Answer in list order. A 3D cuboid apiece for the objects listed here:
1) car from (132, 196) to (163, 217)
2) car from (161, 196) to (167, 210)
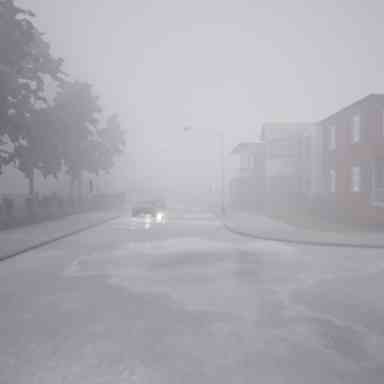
[{"bbox_3d":[-4.079,1.391,29.760,2.033,1.411,5.357,0,0,0],"label":"car"},{"bbox_3d":[-4.058,1.280,40.098,2.128,1.511,4.902,0,0,0],"label":"car"}]
